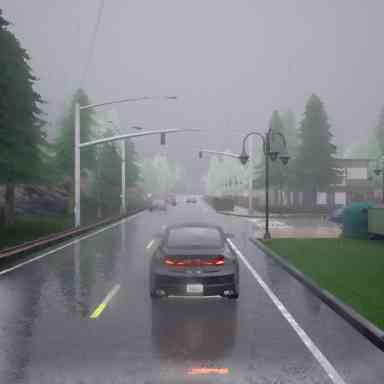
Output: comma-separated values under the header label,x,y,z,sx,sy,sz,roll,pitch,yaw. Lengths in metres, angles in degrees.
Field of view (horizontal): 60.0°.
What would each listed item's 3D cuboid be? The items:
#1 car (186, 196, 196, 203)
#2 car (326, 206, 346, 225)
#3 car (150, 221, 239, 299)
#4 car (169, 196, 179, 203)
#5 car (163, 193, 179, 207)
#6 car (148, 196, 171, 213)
label,x,y,z,sx,sy,sz,roll,pitch,yaw
car,-0.147,1.564,66.664,1.994,1.385,4.181,0,0,0
car,12.066,1.683,23.731,4.674,1.442,1.812,0,0,2
car,0.055,1.505,8.456,1.837,1.490,4.892,0,0,0
car,-3.654,1.526,68.599,1.812,1.442,4.674,0,0,0
car,-3.708,1.221,52.791,2.150,2.045,5.566,0,0,0
car,-3.682,1.526,37.075,1.812,1.442,4.674,0,0,0
